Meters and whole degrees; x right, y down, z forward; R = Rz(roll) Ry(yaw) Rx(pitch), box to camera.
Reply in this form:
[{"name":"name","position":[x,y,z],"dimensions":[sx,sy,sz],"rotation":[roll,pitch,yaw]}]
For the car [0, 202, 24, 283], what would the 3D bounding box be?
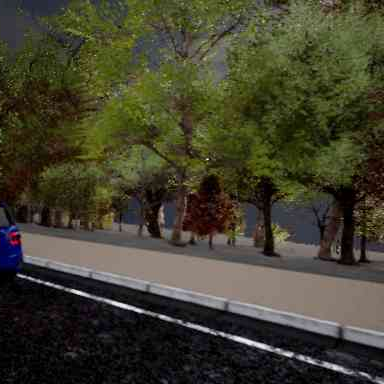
[{"name":"car","position":[-6.433,1.189,8.276],"dimensions":[5.566,2.045,2.150],"rotation":[0,0,36]}]
